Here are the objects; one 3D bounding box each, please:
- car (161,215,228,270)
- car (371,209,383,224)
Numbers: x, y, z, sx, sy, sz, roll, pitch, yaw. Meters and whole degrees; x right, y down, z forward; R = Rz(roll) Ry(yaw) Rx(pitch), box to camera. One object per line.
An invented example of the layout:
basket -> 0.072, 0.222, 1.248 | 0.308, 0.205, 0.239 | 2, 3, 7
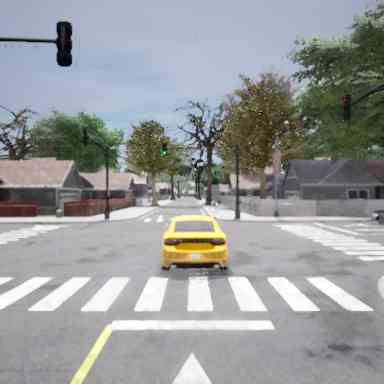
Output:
car -> 0.061, 1.519, 11.208 | 1.882, 1.535, 5.008 | 0, 0, 0
car -> 14.838, 1.485, 22.640 | 4.902, 1.511, 2.128 | 0, 0, 0
